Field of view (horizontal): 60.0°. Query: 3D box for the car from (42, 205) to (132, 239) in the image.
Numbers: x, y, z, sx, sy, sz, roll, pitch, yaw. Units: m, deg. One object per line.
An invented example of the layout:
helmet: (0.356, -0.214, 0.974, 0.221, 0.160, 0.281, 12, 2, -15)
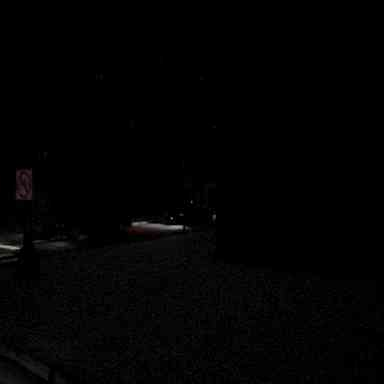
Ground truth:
car: (-5.468, 1.515, 17.905, 1.882, 1.535, 5.008, 0, 0, 35)

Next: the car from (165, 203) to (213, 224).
car: (-0.086, 1.581, 25.454, 1.812, 1.442, 4.674, 0, 0, 35)
